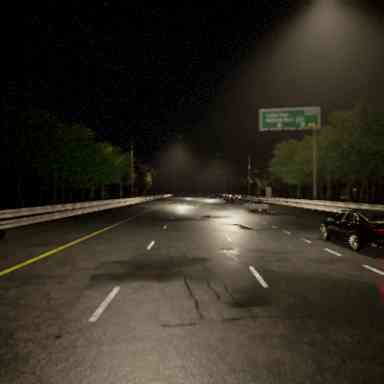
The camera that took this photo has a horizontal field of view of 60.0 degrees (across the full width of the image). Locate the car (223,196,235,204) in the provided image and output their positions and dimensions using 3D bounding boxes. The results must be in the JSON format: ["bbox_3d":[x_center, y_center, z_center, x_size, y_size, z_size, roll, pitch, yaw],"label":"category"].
[{"bbox_3d":[7.138,1.453,64.177,2.128,1.511,4.902,0,0,0],"label":"car"}]

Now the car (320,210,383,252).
[{"bbox_3d":[7.012,1.503,13.944,1.837,1.490,4.892,0,0,0],"label":"car"}]

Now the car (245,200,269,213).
[{"bbox_3d":[7.066,1.581,36.774,1.895,1.301,4.718,0,0,0],"label":"car"}]
